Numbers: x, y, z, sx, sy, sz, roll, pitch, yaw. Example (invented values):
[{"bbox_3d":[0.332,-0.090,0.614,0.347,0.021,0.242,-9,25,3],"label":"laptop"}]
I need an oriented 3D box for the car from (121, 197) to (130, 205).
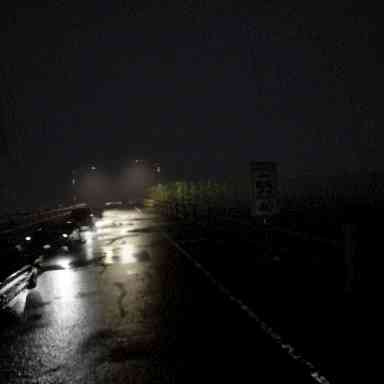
[{"bbox_3d":[-18.152,2.442,90.554,2.097,1.767,4.553,-4,0,-12],"label":"car"}]

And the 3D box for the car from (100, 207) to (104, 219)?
[{"bbox_3d":[-10.432,2.240,35.386,1.895,1.301,4.718,-4,0,-11],"label":"car"}]

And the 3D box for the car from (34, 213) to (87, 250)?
[{"bbox_3d":[-6.512,1.997,16.067,1.895,1.301,4.718,-4,0,-12],"label":"car"}]

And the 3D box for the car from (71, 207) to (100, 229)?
[{"bbox_3d":[-8.493,2.023,25.728,1.837,1.490,4.892,-4,0,-11],"label":"car"}]

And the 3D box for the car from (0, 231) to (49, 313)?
[{"bbox_3d":[-4.673,1.885,7.101,1.895,1.301,4.718,-4,0,-12],"label":"car"}]

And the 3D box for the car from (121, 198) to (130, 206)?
[{"bbox_3d":[-16.127,2.531,80.752,1.837,1.490,4.892,-4,0,-12],"label":"car"}]
